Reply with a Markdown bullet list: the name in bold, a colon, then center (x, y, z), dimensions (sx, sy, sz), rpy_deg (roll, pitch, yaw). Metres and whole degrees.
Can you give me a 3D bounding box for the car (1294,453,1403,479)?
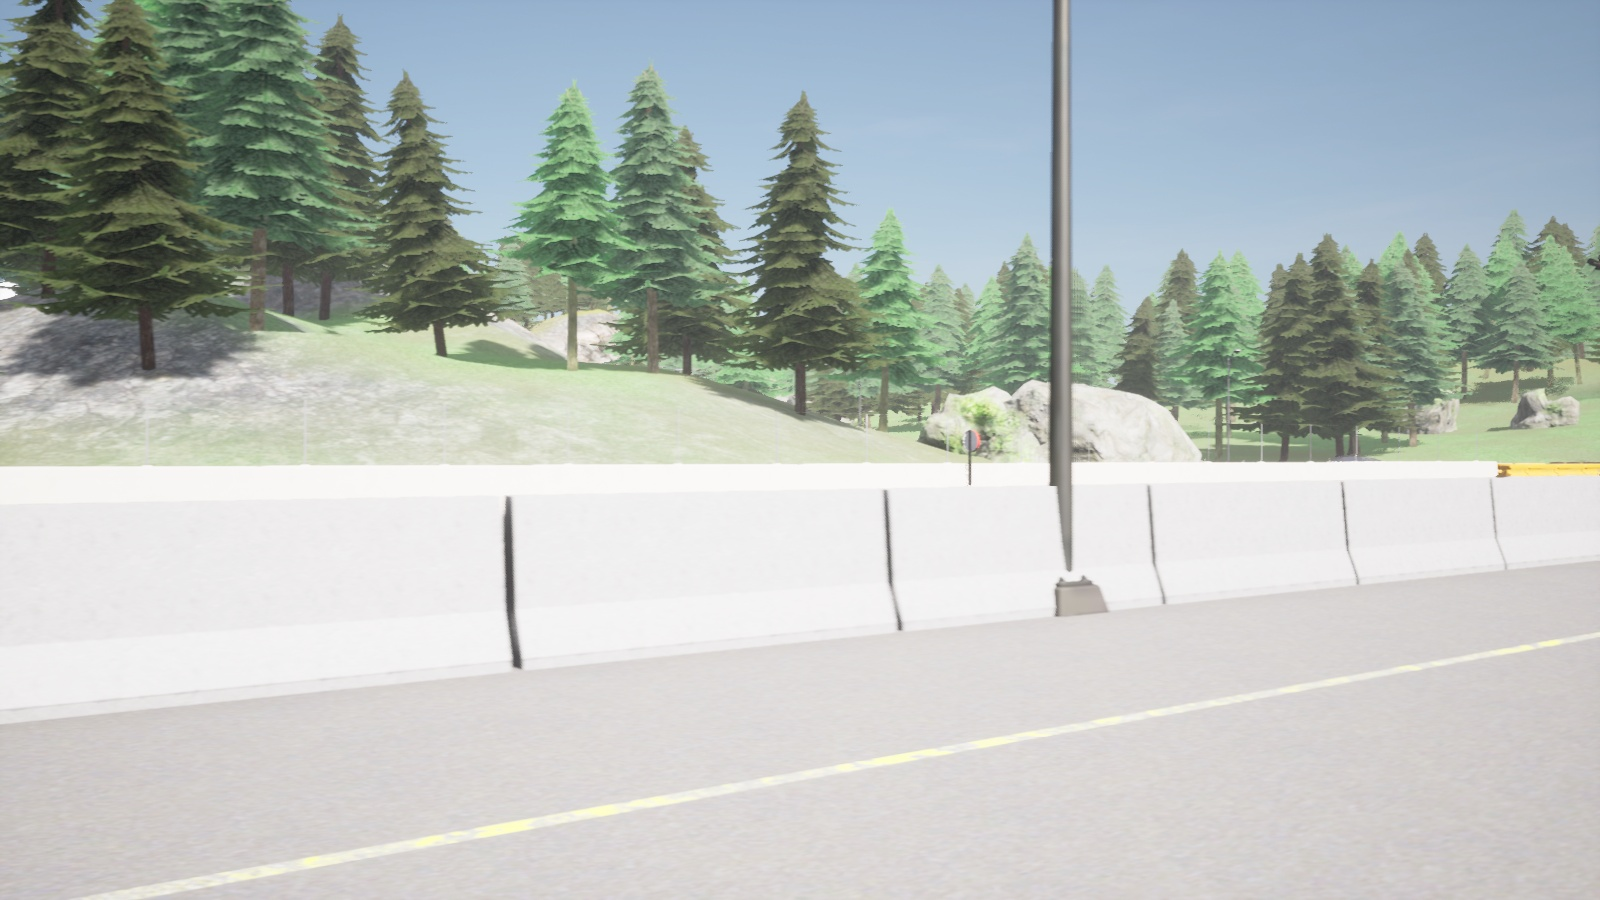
- **car**: center (31.153, 0.900, 71.433), dimensions (5.357, 1.411, 2.033), rpy_deg (0, 0, 11)
